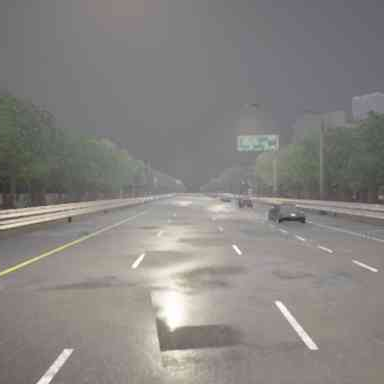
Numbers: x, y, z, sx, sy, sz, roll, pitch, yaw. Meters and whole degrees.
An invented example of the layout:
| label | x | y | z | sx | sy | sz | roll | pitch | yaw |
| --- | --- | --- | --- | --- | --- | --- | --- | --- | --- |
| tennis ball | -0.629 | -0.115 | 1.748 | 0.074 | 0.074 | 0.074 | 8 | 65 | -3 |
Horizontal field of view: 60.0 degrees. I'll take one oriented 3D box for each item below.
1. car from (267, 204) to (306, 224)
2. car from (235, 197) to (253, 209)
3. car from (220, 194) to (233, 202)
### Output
| label | x | y | z | sx | sy | sz | roll | pitch | yaw |
| --- | --- | --- | --- | --- | --- | --- | --- | --- | --- |
| car | 7.030 | 1.568 | 25.089 | 1.994 | 1.385 | 4.181 | 0 | 0 | 0 |
| car | 7.103 | 1.489 | 45.637 | 1.837 | 1.490 | 4.892 | 0 | 0 | 0 |
| car | 7.222 | 1.508 | 73.463 | 1.994 | 1.385 | 4.181 | 0 | 0 | 0 |
